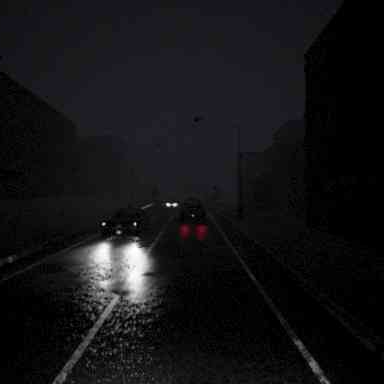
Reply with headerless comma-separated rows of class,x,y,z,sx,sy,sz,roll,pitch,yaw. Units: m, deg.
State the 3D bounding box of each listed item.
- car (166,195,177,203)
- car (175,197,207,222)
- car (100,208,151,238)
car,-3.585,1.265,59.952,2.128,1.511,4.902,0,0,0
car,0.071,1.380,25.127,2.128,1.511,4.902,0,0,0
car,-3.358,1.532,17.456,1.895,1.301,4.718,0,0,0
